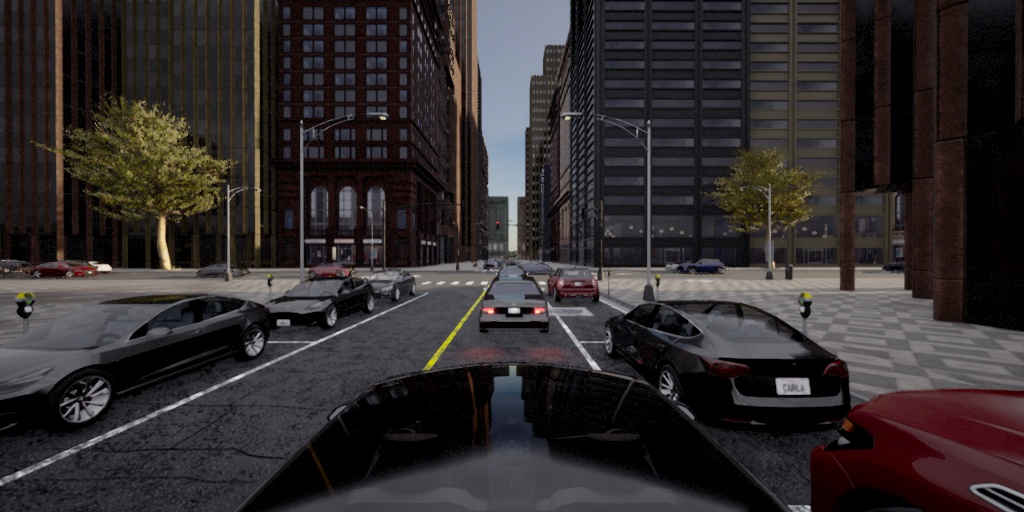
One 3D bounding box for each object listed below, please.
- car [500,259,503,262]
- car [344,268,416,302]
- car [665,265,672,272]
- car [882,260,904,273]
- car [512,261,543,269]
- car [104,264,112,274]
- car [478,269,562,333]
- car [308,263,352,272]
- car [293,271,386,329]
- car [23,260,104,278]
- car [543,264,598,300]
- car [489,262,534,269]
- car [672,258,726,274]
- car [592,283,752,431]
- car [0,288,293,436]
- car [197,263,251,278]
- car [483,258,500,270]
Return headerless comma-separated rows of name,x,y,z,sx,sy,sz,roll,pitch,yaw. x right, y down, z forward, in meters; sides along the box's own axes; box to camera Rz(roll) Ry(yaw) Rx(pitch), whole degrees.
car,0.428,1.311,46.645,1.994,1.385,4.181,-1,0,-22
car,-5.769,1.296,16.862,2.007,1.370,4.403,0,0,0
car,20.436,1.267,41.745,4.718,1.301,1.895,0,0,0
car,43.416,0.988,38.508,4.553,1.767,2.097,0,0,0
car,2.203,1.308,38.452,4.181,1.385,1.994,0,0,0
car,-49.239,1.375,41.496,4.674,1.442,1.812,0,0,1
car,0.060,1.295,10.700,2.033,1.411,5.357,0,0,0
car,-17.478,1.357,34.948,4.181,1.385,1.994,0,0,0
car,-5.767,1.313,11.225,1.948,1.339,4.313,0,0,0
car,-43.583,1.344,34.908,5.008,1.535,1.882,0,0,0
car,2.756,1.186,16.866,1.967,1.591,4.097,0,0,0
car,-0.009,1.293,20.773,2.033,1.411,5.357,0,0,0
car,20.226,1.035,38.493,4.553,1.767,2.097,0,0,0
car,2.760,1.314,5.594,1.948,1.339,4.313,0,0,0
car,-5.765,1.314,5.589,1.948,1.339,4.313,0,0,0
car,-28.026,1.386,34.925,4.181,1.385,1.994,0,0,0
car,-3.075,1.105,53.177,2.097,1.767,4.553,0,0,0
